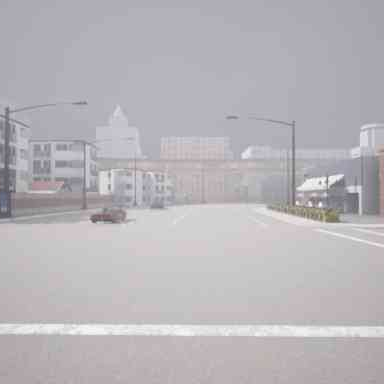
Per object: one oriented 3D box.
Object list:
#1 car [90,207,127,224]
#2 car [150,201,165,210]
[{"bbox_3d":[-6.707,1.874,27.170,1.895,1.301,4.718,0,-1,2],"label":"car"},{"bbox_3d":[-5.435,2.156,53.155,1.994,1.385,4.181,0,-1,3],"label":"car"}]
